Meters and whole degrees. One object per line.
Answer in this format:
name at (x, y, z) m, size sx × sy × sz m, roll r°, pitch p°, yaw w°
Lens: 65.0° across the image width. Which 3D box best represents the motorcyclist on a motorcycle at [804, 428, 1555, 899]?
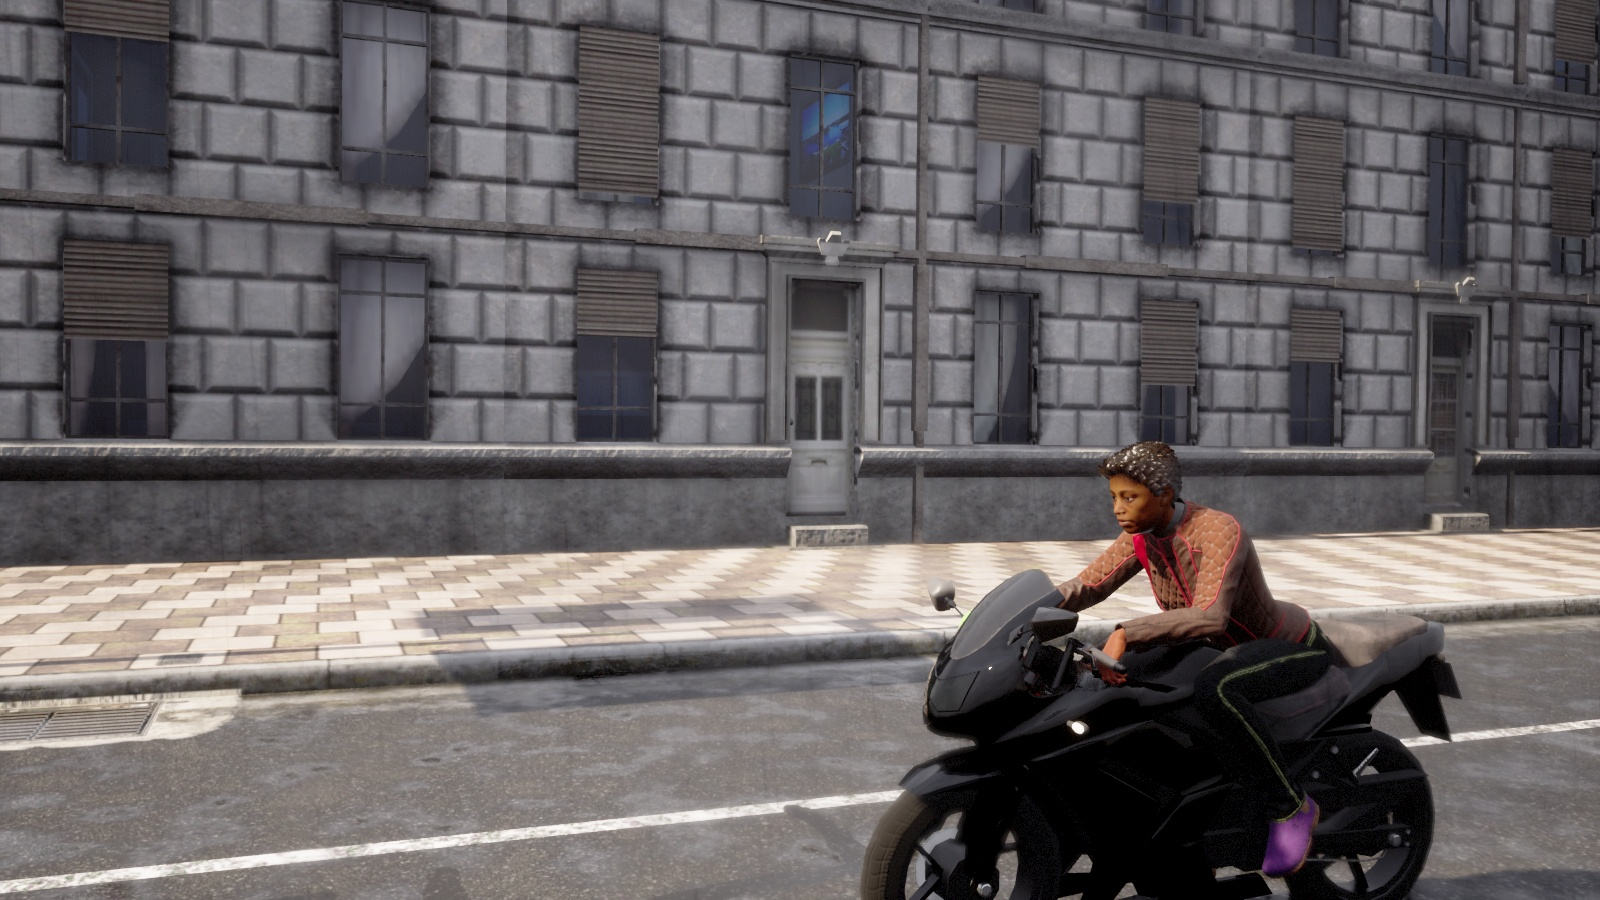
motorcyclist on a motorcycle at (1.116, 0.708, 3.691) m, size 2.044 × 1.523 × 0.797 m, roll -1°, pitch 1°, yaw -21°
